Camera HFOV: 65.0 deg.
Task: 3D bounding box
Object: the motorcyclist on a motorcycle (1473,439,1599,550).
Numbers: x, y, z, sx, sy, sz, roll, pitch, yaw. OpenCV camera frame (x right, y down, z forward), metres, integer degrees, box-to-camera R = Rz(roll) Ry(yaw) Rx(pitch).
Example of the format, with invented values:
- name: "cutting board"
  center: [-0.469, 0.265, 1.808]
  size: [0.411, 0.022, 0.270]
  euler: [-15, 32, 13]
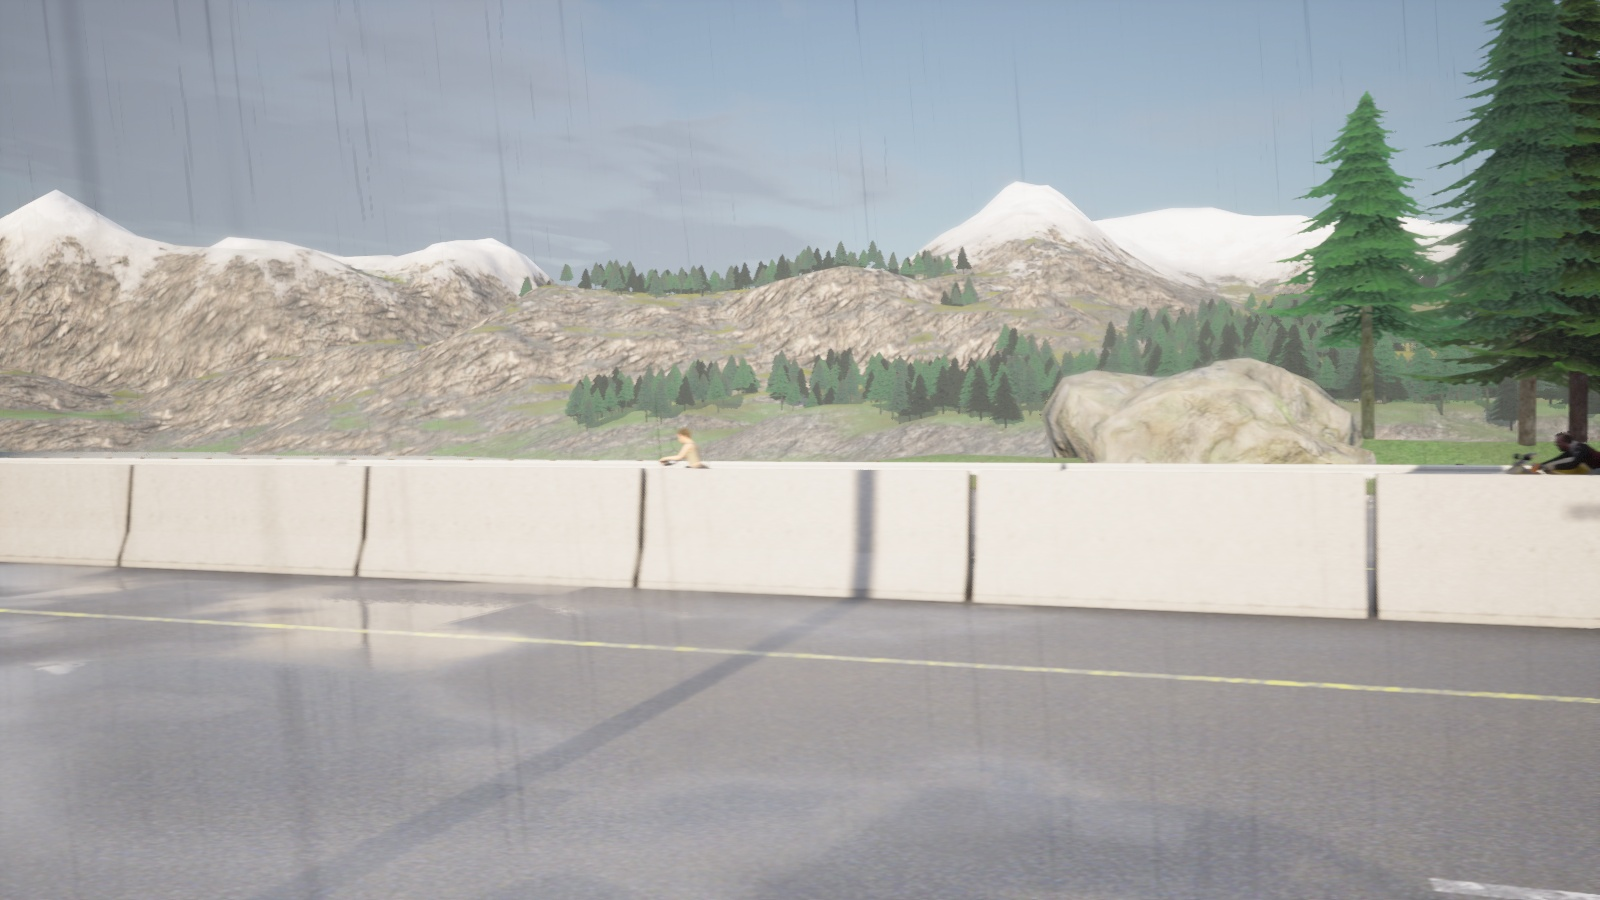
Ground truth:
- name: "motorcyclist on a motorcycle"
  center: [10.946, 0.615, 17.973]
  size: [2.191, 1.530, 0.866]
  euler: [0, 1, 19]
